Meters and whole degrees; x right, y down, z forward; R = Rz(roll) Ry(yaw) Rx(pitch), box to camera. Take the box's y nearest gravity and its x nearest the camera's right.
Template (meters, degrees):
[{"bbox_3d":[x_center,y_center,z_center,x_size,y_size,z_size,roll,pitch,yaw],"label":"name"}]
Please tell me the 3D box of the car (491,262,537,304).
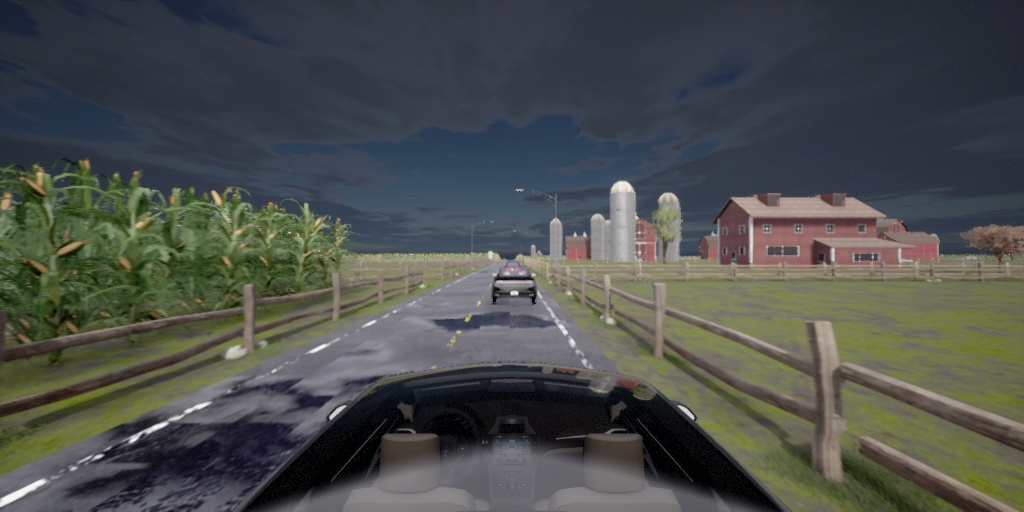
[{"bbox_3d":[0.091,1.199,16.078,2.128,1.511,4.902,0,0,0],"label":"car"}]
